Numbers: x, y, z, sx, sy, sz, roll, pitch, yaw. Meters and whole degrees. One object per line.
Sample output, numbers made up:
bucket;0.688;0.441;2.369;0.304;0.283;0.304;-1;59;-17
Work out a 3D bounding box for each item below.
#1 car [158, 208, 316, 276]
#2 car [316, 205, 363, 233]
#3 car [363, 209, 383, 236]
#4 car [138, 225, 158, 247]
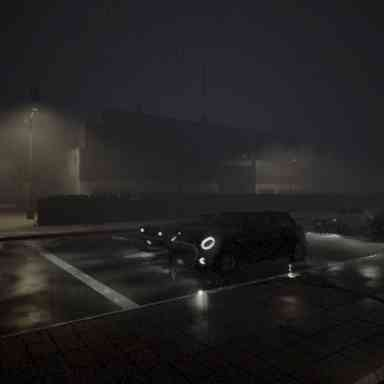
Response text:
car;1.519;1.352;10.514;4.553;1.767;2.097;0;0;-35
car;9.079;1.525;19.953;4.674;1.442;1.812;0;0;-34
car;11.214;1.478;17.167;5.008;1.535;1.882;0;0;-34
car;0.204;1.601;13.854;4.718;1.301;1.895;0;0;-35
